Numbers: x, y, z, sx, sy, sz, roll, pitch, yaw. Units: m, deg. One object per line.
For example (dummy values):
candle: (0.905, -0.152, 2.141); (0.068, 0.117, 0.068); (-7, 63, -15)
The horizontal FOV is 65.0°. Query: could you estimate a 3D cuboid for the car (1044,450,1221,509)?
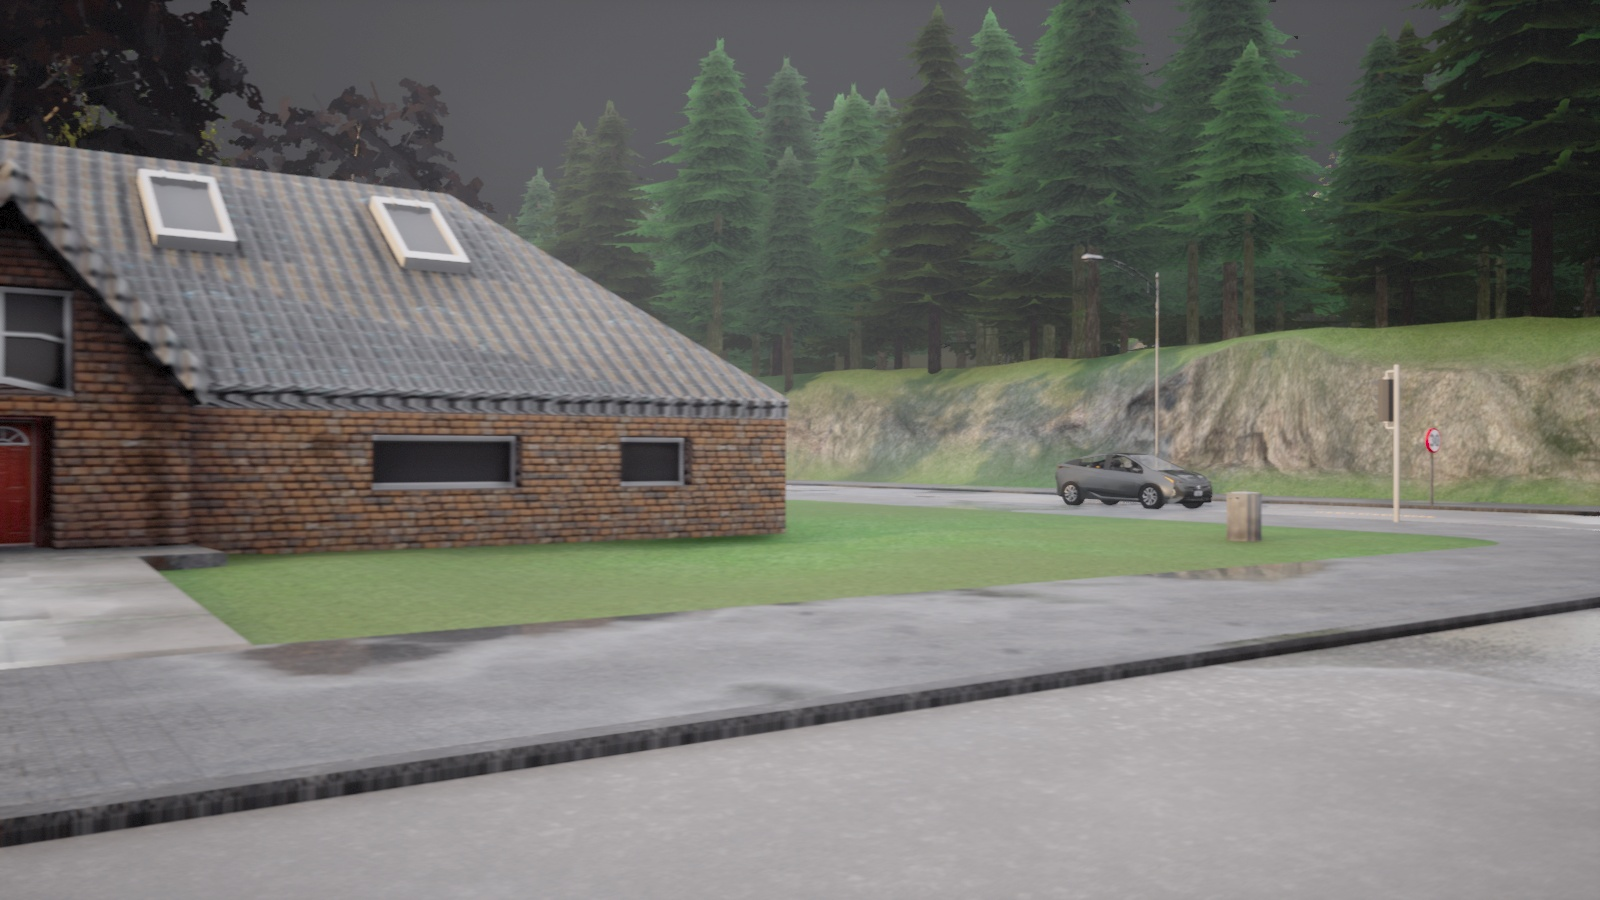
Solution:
car: (9.075, 0.757, 34.616); (2.007, 1.525, 4.514); (0, 0, -35)
